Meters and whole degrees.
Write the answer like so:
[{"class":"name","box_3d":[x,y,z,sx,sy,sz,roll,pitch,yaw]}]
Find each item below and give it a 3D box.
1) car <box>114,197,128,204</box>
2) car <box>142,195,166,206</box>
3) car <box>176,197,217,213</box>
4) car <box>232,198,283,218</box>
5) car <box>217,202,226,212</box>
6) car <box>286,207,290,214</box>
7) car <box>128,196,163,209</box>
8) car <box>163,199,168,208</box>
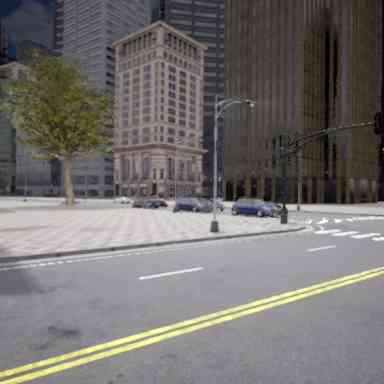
[{"class":"car","box_3d":[-13.972,1.657,67.215,4.674,1.442,1.812,0,-1,45]},{"class":"car","box_3d":[-6.917,1.497,60.122,2.097,1.767,4.553,1,-1,-43]},{"class":"car","box_3d":[0.197,1.383,37.349,2.097,1.767,4.553,1,-1,-40]},{"class":"car","box_3d":[5.801,1.391,30.508,2.097,1.767,4.553,1,-1,-38]},{"class":"car","box_3d":[2.018,1.582,40.238,1.837,1.490,4.892,1,-1,-40]},{"class":"car","box_3d":[7.690,1.649,33.374,1.994,1.385,4.181,1,-1,-39]},{"class":"car","box_3d":[-6.310,1.583,44.831,1.994,1.385,4.181,1,-1,-42]},{"class":"car","box_3d":[-5.340,1.627,48.629,1.994,1.385,4.181,1,-1,-42]}]
